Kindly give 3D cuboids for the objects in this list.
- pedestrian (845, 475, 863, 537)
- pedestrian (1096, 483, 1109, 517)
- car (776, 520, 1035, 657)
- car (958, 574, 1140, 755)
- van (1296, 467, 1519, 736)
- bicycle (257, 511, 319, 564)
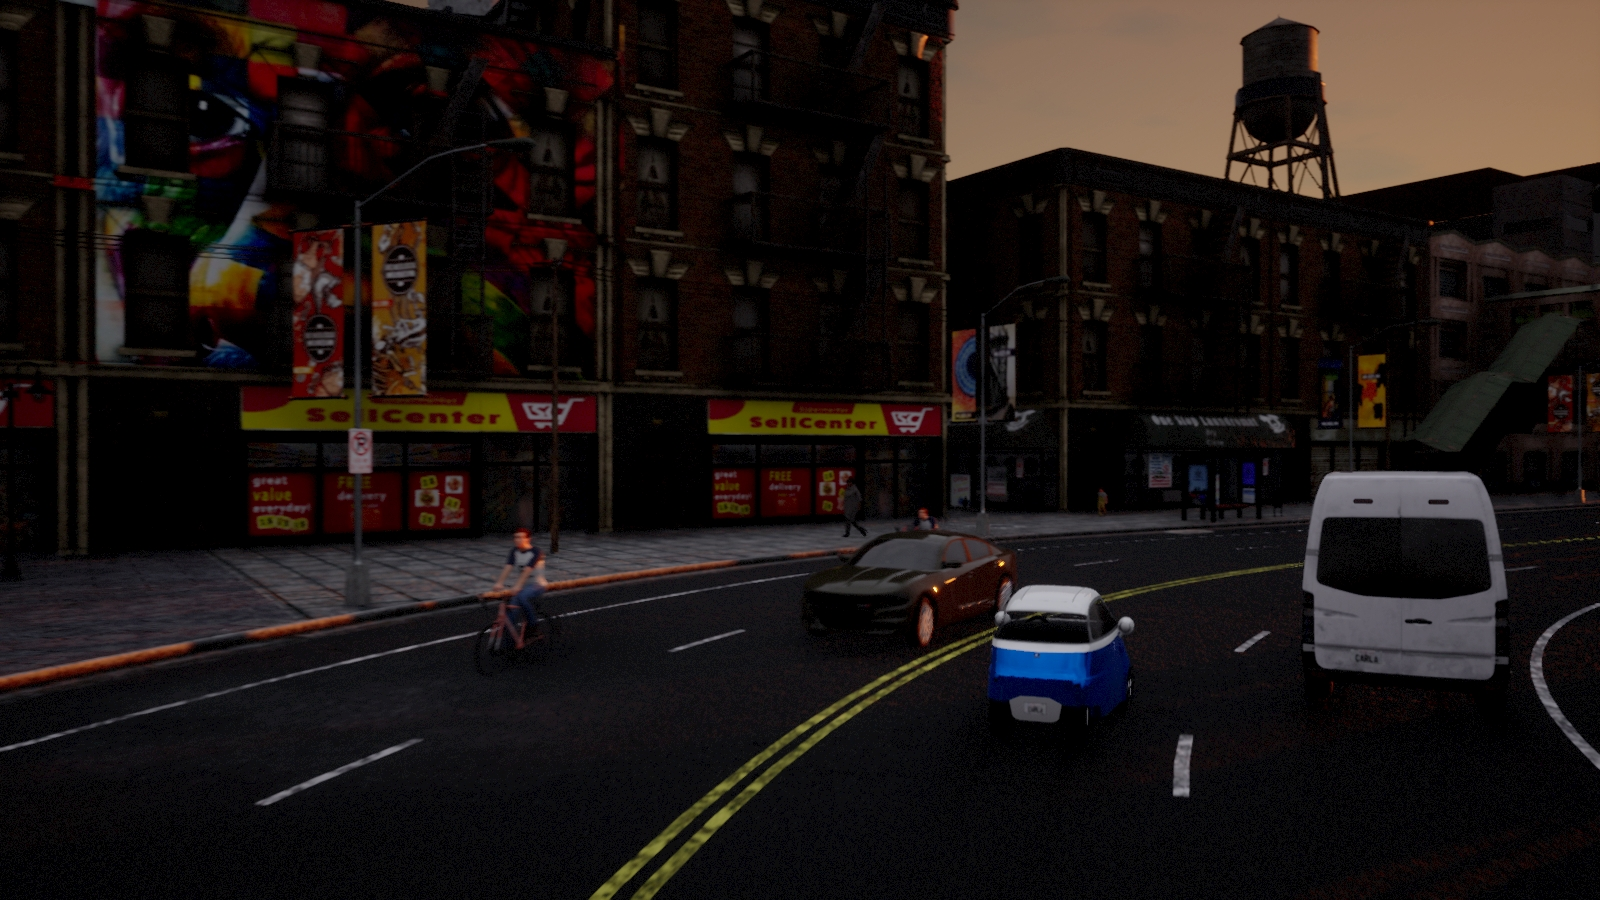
[{"bbox_3d":[1.632,1.695,34.635,0.375,1.860,0.375,0,0,-40],"label":"pedestrian"},{"bbox_3d":[11.978,1.979,45.194,0.375,1.300,0.375,0,0,39],"label":"pedestrian"},{"bbox_3d":[1.855,2.034,18.134,2.097,1.535,5.006,0,0,31],"label":"car"},{"bbox_3d":[2.639,2.120,11.826,1.481,1.376,2.207,0,0,22],"label":"car"},{"bbox_3d":[7.533,1.536,14.296,1.988,2.561,5.915,-1,0,28],"label":"van"},{"bbox_3d":[-12.946,2.199,28.927,0.373,1.196,1.643,1,1,22],"label":"bicycle"}]
